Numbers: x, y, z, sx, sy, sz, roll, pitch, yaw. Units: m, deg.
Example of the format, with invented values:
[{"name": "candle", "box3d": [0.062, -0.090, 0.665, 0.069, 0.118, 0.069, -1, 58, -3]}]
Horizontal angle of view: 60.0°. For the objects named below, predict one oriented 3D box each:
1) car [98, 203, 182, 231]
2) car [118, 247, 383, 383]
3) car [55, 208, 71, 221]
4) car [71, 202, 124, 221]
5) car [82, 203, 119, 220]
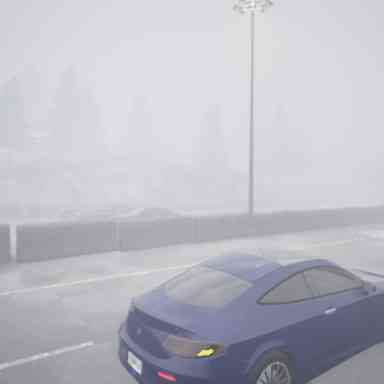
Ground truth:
[{"name": "car", "box3d": [-2.656, 1.542, 19.170, 4.674, 1.442, 1.812, 0, 0, -35]}, {"name": "car", "box3d": [1.303, 1.536, 4.675, 4.674, 1.442, 1.812, 0, 0, -35]}, {"name": "car", "box3d": [-8.782, 1.614, 27.698, 4.718, 1.301, 1.895, 0, 0, -35]}, {"name": "car", "box3d": [-6.206, 1.506, 25.236, 4.902, 1.511, 2.128, 0, 0, -35]}, {"name": "car", "box3d": [-4.509, 1.617, 22.166, 4.718, 1.301, 1.895, 0, 0, -35]}]
